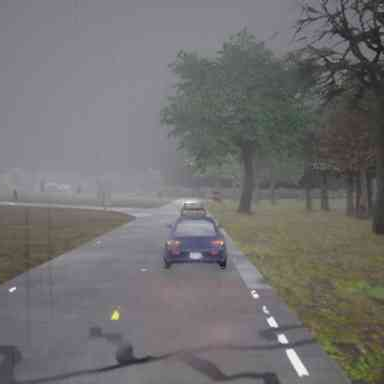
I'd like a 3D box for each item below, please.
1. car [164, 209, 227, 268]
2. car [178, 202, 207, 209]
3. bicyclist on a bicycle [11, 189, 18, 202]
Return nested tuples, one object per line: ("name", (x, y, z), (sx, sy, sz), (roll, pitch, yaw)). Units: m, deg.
("car", (0.105, 1.519, 11.104), (1.812, 1.442, 4.674), (0, 0, 0))
("car", (0.051, 1.481, 23.839), (2.128, 1.511, 4.902), (0, 0, -2))
("bicyclist on a bicycle", (-22.643, 0.449, 42.503), (0.582, 1.620, 1.656), (2, 0, 0))
